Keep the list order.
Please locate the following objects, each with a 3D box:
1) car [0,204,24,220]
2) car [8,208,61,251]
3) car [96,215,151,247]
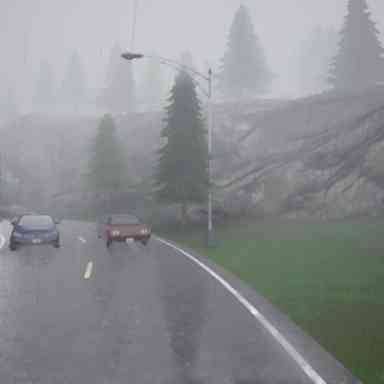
[{"bbox_3d":[-17.667,1.882,31.907,5.357,1.411,2.033,0,-1,29],"label":"car"},{"bbox_3d":[-7.071,1.683,15.117,1.812,1.442,4.674,1,-1,-25],"label":"car"},{"bbox_3d":[-3.480,1.763,16.160,1.895,1.301,4.718,0,-1,-22],"label":"car"}]
